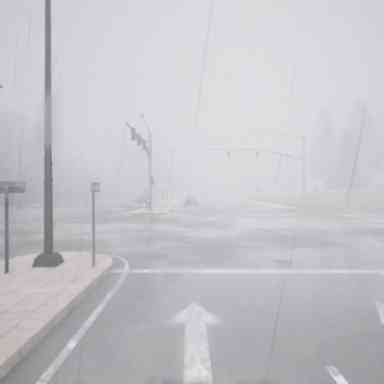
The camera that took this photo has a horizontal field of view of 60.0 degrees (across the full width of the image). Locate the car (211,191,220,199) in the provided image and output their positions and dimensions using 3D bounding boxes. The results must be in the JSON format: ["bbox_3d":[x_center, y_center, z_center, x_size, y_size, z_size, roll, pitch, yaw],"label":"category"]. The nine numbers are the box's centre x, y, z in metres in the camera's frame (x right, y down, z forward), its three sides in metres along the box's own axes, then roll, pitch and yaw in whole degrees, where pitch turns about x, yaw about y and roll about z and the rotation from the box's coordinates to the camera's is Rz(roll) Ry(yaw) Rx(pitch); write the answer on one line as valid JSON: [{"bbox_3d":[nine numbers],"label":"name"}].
[{"bbox_3d":[6.252,0.706,87.992,2.150,2.045,5.566,0,0,-1],"label":"car"}]

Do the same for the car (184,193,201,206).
[{"bbox_3d":[-0.122,1.248,46.883,1.812,1.442,4.674,0,0,-1],"label":"car"}]

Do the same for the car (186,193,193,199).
[{"bbox_3d":[-0.747,0.981,87.926,1.837,1.490,4.892,0,0,-1],"label":"car"}]

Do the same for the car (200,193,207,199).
[{"bbox_3d":[2.752,1.005,87.987,1.812,1.442,4.674,0,0,-1],"label":"car"}]

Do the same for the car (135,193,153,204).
[{"bbox_3d":[-8.309,1.218,55.843,2.033,1.411,5.357,0,0,0],"label":"car"}]

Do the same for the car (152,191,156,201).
[{"bbox_3d":[-8.433,0.824,67.256,2.150,2.045,5.566,0,0,-1],"label":"car"}]
